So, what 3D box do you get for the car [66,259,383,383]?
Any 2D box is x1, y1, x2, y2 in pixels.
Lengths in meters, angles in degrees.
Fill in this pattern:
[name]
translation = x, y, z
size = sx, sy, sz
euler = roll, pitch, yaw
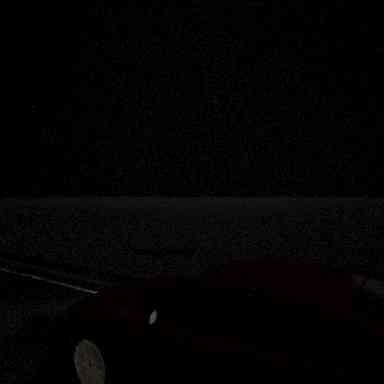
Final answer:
[car]
translation = 0.708, 1.488, 3.488
size = 5.008, 1.535, 1.882
euler = -1, 0, 35
